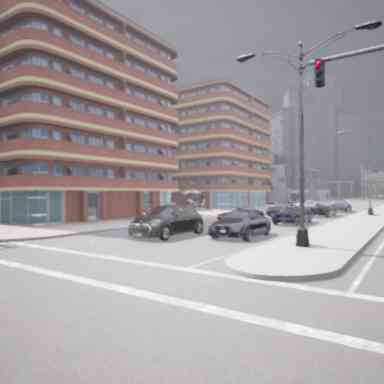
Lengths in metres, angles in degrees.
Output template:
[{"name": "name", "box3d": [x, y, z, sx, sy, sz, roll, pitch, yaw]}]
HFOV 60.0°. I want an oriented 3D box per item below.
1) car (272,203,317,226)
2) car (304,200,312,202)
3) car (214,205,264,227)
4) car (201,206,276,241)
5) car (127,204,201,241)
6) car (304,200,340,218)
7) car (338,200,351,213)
[{"name": "car", "box3d": [7.461, 1.722, 24.611, 1.895, 1.301, 4.718, -1, 0, 34]}, {"name": "car", "box3d": [14.795, 1.716, 41.659, 1.812, 1.442, 4.674, -1, 0, 34]}, {"name": "car", "box3d": [3.687, 1.753, 25.287, 1.895, 1.301, 4.718, -1, 0, 34]}, {"name": "car", "box3d": [2.552, 1.668, 17.356, 1.994, 1.385, 4.181, -1, 0, 34]}, {"name": "car", "box3d": [-1.328, 1.488, 17.879, 2.097, 1.767, 4.553, -1, 0, 34]}, {"name": "car", "box3d": [12.595, 1.739, 32.201, 1.895, 1.301, 4.718, -1, 0, 34]}, {"name": "car", "box3d": [17.866, 1.682, 39.952, 1.812, 1.442, 4.674, -1, 0, 34]}]
